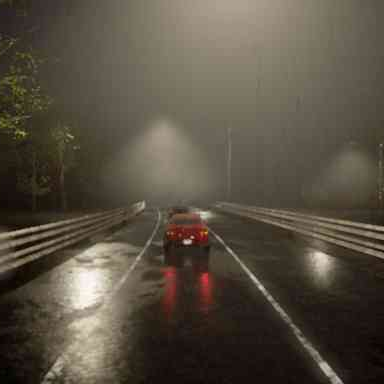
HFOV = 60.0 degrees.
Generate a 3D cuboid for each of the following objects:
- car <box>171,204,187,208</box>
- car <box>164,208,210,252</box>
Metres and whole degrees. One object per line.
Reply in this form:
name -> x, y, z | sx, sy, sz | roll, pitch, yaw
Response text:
car -> -1.128, 1.800, 29.515 | 1.812, 1.442, 4.674 | 0, 0, -5
car -> -0.250, 1.664, 14.500 | 1.812, 1.442, 4.674 | 0, 0, -2
